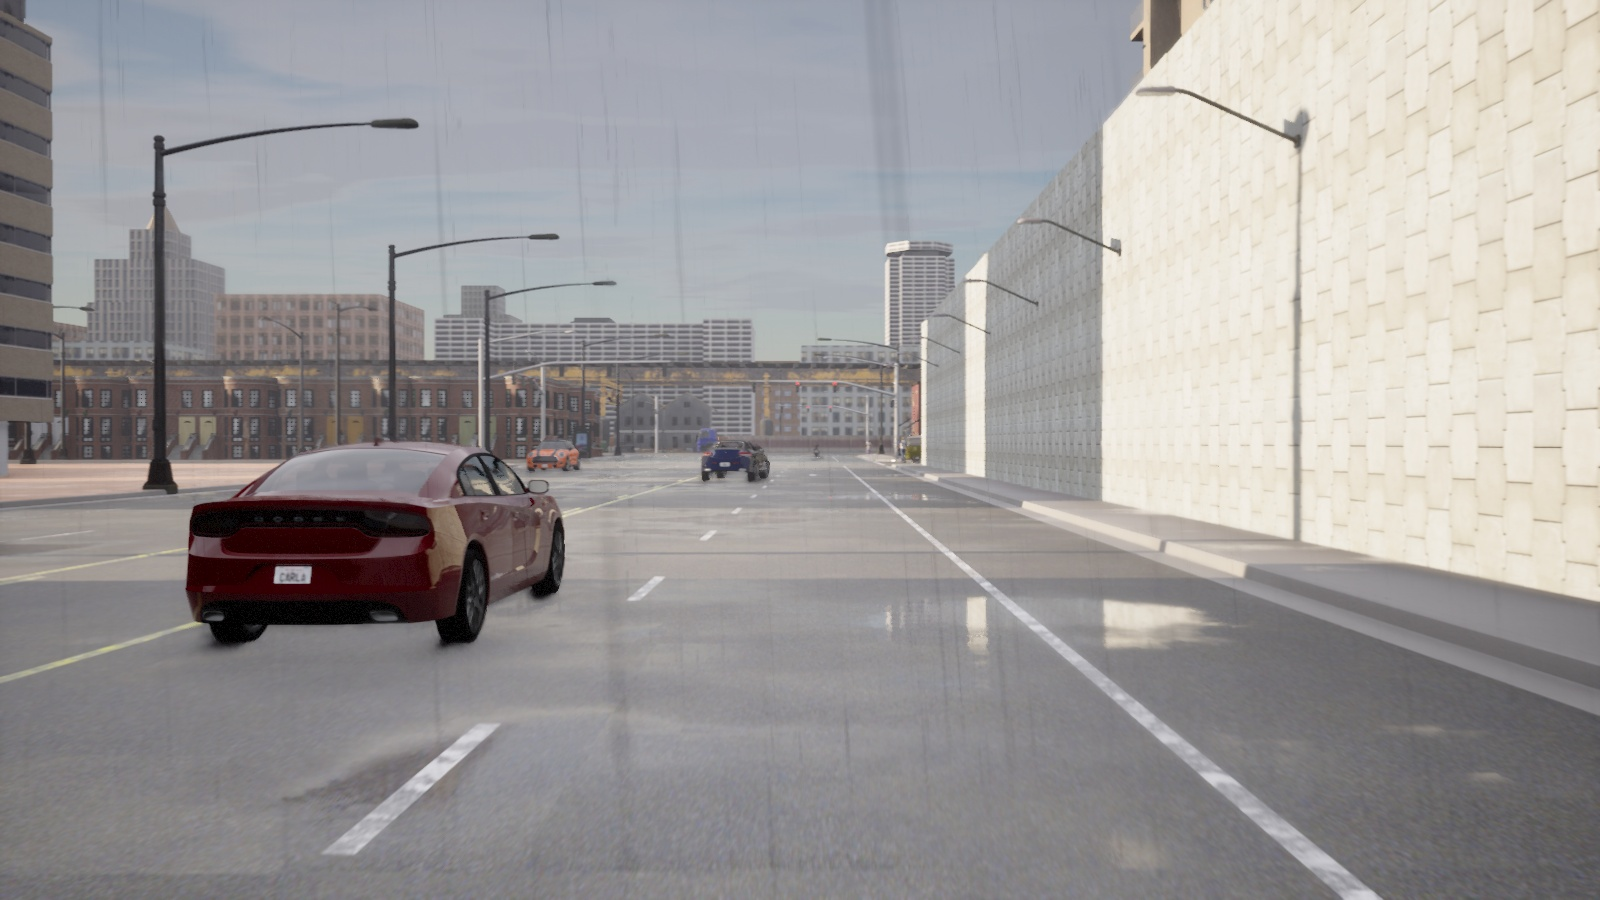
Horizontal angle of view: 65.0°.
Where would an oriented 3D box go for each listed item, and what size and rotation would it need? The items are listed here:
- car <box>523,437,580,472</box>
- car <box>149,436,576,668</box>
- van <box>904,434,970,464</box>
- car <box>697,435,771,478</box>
[{"bbox_3d":[-13.157,0.217,66.806,2.097,1.767,4.553,0,0,1],"label":"car"},{"bbox_3d":[-3.343,0.660,10.816,1.882,1.535,5.008,0,0,1],"label":"car"},{"bbox_3d":[9.663,-0.064,88.826,4.442,1.987,1.775,-2,0,2],"label":"van"},{"bbox_3d":[-2.615,0.236,50.938,2.152,1.651,5.027,0,0,7],"label":"car"}]
